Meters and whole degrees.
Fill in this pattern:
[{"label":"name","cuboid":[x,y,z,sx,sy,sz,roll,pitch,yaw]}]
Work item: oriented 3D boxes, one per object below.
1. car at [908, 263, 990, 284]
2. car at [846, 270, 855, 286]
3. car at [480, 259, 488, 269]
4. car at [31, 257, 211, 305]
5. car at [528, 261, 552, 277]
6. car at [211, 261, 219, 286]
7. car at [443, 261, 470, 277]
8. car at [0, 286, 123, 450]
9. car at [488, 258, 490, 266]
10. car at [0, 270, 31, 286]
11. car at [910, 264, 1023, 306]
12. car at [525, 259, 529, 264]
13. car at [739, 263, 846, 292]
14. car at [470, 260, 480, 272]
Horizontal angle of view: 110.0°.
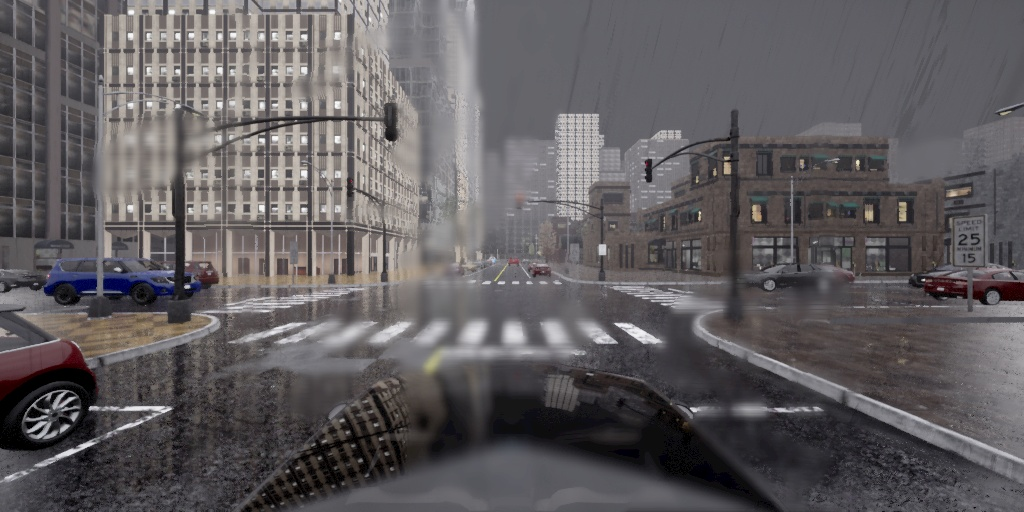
[{"label":"car","cuboid":[24.943,1.141,20.021,4.181,1.385,1.994,0,0,-1]},{"label":"car","cuboid":[19.050,1.202,22.543,4.207,1.307,1.802,0,0,-1]},{"label":"car","cuboid":[-5.415,1.324,56.889,2.007,1.370,4.403,0,0,0]},{"label":"car","cuboid":[-17.609,1.079,16.387,5.566,2.045,2.150,0,0,-1]},{"label":"car","cuboid":[2.854,1.304,34.683,1.888,1.381,4.507,0,0,0]},{"label":"car","cuboid":[-21.022,1.204,22.140,5.009,1.841,2.192,0,0,-1]},{"label":"car","cuboid":[-5.527,1.341,34.726,1.802,1.307,4.207,0,0,0]},{"label":"car","cuboid":[-5.691,1.190,2.259,1.967,1.591,4.097,0,0,0]},{"label":"car","cuboid":[-5.388,1.344,62.429,1.948,1.339,4.313,0,0,0]},{"label":"car","cuboid":[-31.432,1.508,22.036,4.403,1.370,2.007,0,0,-1]},{"label":"car","cuboid":[19.134,1.153,14.162,4.507,1.381,1.888,0,0,-1]},{"label":"car","cuboid":[2.909,1.348,45.765,1.802,1.307,4.207,0,0,0]},{"label":"car","cuboid":[15.140,1.147,19.915,4.892,1.490,1.837,0,0,-1]},{"label":"car","cuboid":[-5.472,1.292,45.637,1.751,1.417,4.829,0,0,0]}]
